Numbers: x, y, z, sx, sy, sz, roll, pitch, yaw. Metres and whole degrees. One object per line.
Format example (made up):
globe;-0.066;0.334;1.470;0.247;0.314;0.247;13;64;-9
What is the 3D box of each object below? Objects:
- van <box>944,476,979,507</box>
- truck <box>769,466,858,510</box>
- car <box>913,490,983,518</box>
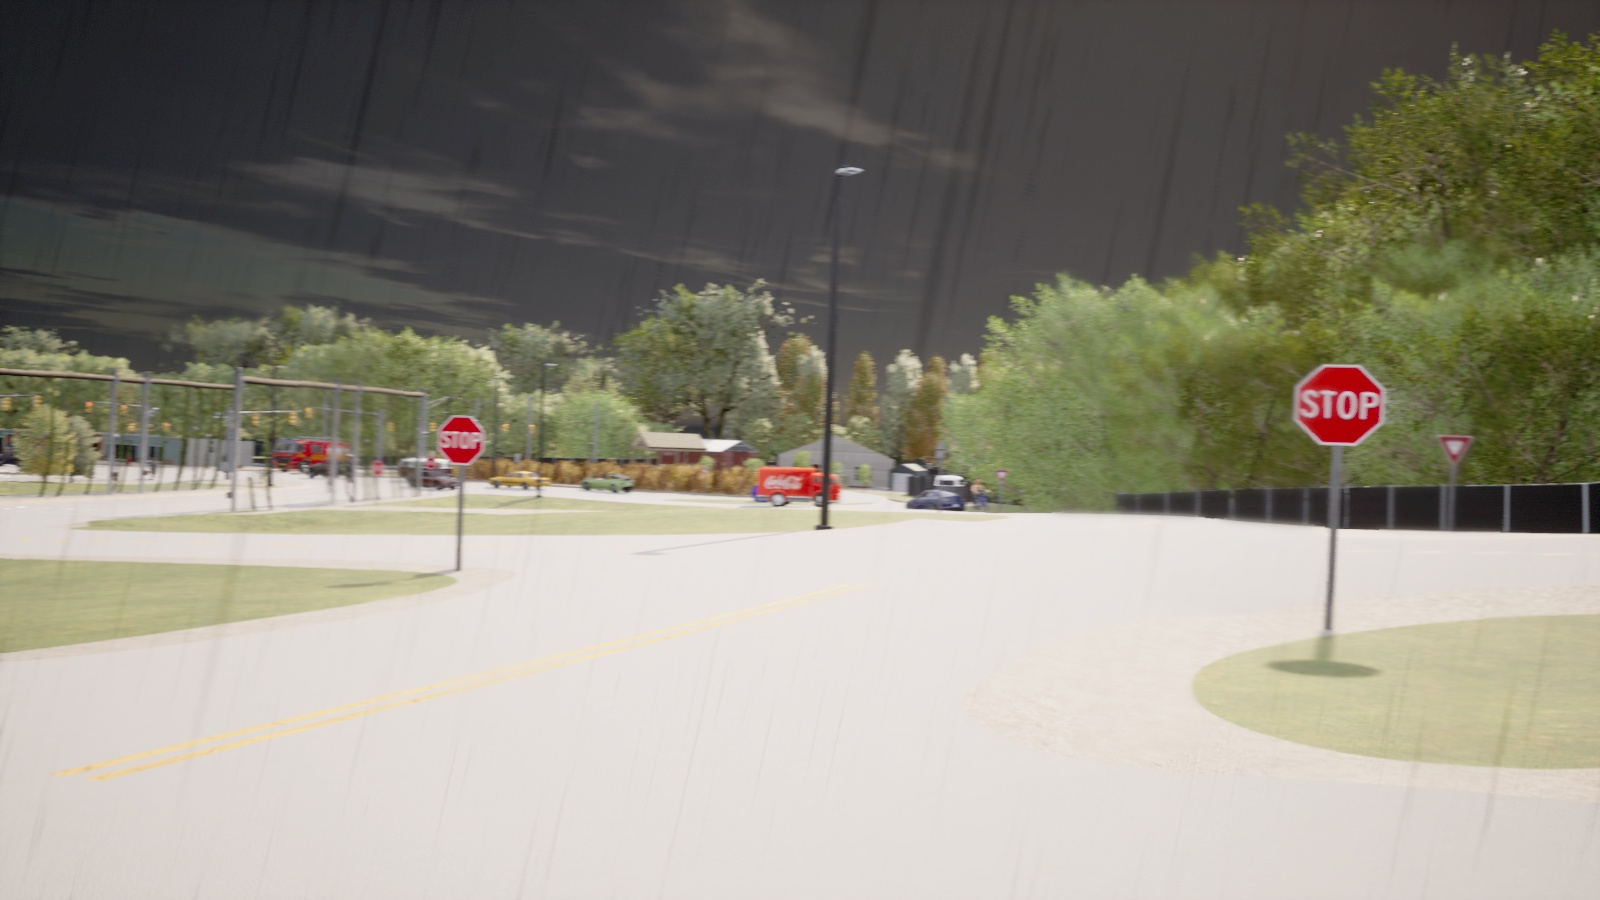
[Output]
van;11.434;2.895;88.827;2.069;2.038;4.480;2;0;12
truck;0.877;2.368;78.912;5.204;2.467;2.627;2;1;9
car;8.129;2.983;69.328;1.812;1.442;4.674;2;-3;-21
